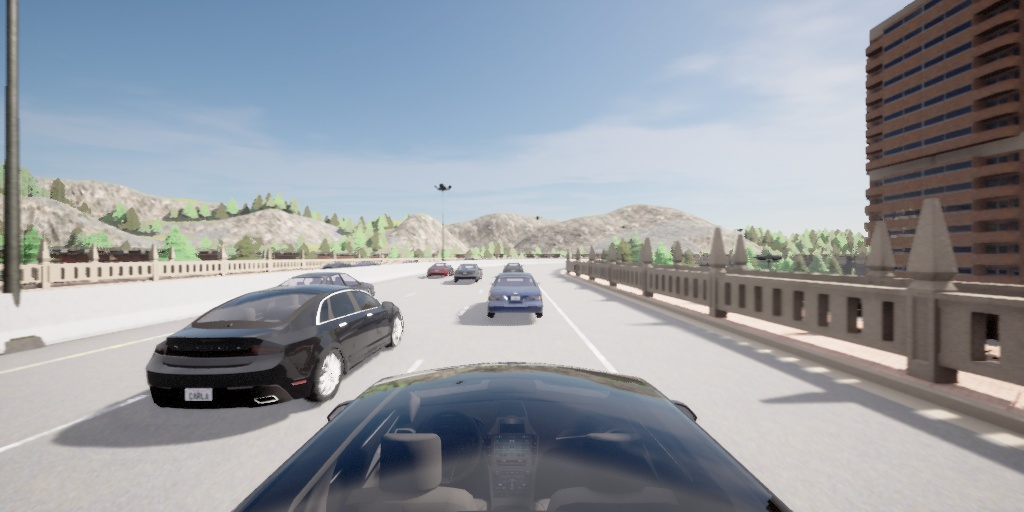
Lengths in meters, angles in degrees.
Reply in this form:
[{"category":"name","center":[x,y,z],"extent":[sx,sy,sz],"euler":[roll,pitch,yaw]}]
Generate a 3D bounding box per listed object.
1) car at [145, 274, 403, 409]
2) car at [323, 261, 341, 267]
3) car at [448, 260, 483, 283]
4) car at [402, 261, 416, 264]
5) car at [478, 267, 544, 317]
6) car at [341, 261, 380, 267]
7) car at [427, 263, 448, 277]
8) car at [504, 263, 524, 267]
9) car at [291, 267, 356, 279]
[{"category":"car","center":[-3.399,1.255,6.314],"extent":[1.837,1.490,4.892],"euler":[0,0,0]},{"category":"car","center":[-20.572,1.318,42.254],"extent":[1.994,1.385,4.181],"euler":[0,0,5]},{"category":"car","center":[-3.394,1.299,28.400],"extent":[2.033,1.411,5.357],"euler":[0,0,0]},{"category":"car","center":[-13.247,1.301,45.816],"extent":[2.033,1.411,5.357],"euler":[0,0,7]},{"category":"car","center":[0.103,1.298,13.143],"extent":[2.033,1.411,5.357],"euler":[0,0,0]},{"category":"car","center":[-17.192,1.301,41.737],"extent":[2.033,1.411,5.357],"euler":[0,0,4]},{"category":"car","center":[-6.821,1.316,34.705],"extent":[1.994,1.385,4.181],"euler":[0,0,1]},{"category":"car","center":[0.176,1.316,34.632],"extent":[1.994,1.385,4.181],"euler":[0,0,1]},{"category":"car","center":[-6.897,1.299,13.275],"extent":[2.033,1.411,5.357],"euler":[0,0,0]}]
